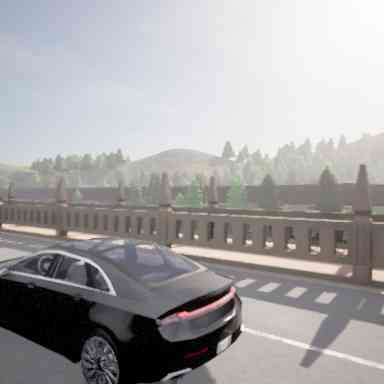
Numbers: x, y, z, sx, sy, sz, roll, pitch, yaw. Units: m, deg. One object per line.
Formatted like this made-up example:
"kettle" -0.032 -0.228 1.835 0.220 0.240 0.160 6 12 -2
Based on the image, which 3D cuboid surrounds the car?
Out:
"car" -1.608 1.476 5.134 4.902 1.511 2.128 0 0 36
